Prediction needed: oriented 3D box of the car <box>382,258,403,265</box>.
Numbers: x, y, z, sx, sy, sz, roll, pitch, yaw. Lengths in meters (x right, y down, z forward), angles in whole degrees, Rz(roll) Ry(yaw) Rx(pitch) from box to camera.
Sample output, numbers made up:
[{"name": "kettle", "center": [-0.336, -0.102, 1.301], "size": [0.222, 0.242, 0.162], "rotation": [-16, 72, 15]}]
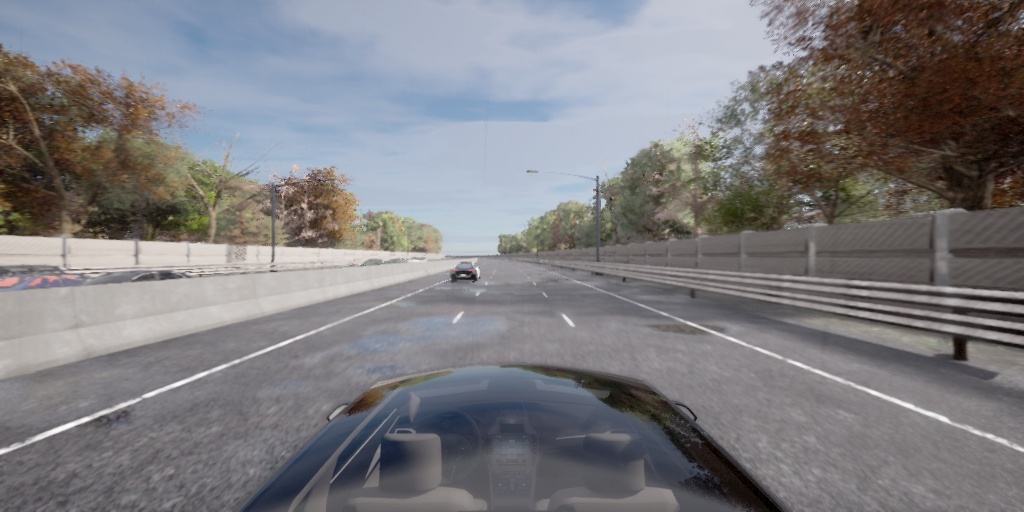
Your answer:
[{"name": "car", "center": [-18.276, 1.161, 56.309], "size": [2.097, 1.767, 4.553], "rotation": [0, 0, -1]}]

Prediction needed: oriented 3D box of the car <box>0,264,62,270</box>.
[{"name": "car", "center": [-21.123, 1.151, 14.667], "size": [2.097, 1.767, 4.553], "rotation": [0, 0, 0]}]

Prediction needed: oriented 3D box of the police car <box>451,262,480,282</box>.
[{"name": "police car", "center": [-3.680, 1.286, 29.142], "size": [2.038, 1.542, 4.974], "rotation": [0, 0, -1]}]

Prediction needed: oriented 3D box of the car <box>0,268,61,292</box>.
[{"name": "car", "center": [-17.619, 1.339, 13.308], "size": [2.033, 1.411, 5.357], "rotation": [0, 0, 0]}]

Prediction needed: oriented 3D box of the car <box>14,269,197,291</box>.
[{"name": "car", "center": [-14.118, 1.289, 13.333], "size": [1.837, 1.490, 4.892], "rotation": [0, 0, 0]}]

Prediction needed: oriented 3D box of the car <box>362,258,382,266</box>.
[{"name": "car", "center": [-21.766, 1.169, 56.092], "size": [2.097, 1.767, 4.553], "rotation": [0, 0, -1]}]

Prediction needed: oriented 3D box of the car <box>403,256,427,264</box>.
[{"name": "car", "center": [-14.774, 1.033, 56.218], "size": [2.150, 2.045, 5.566], "rotation": [0, 0, -1]}]
